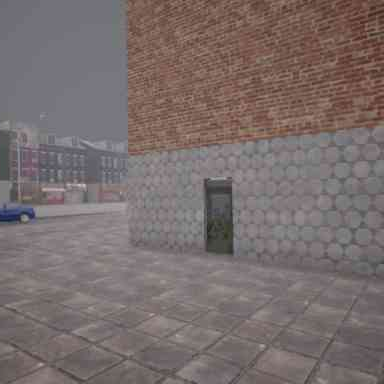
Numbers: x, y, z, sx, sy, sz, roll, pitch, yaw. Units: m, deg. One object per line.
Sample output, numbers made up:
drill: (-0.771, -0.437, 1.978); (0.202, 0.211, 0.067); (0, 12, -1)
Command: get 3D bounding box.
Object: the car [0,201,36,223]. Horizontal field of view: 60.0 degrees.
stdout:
car: (-13.220, 1.428, 22.441); (1.882, 1.535, 5.008); (-2, 0, 35)
